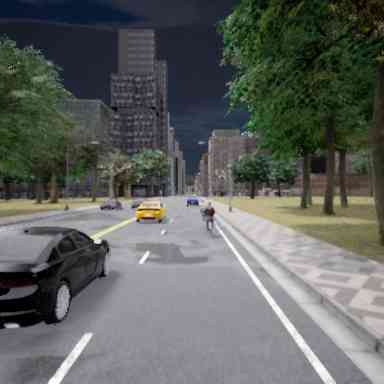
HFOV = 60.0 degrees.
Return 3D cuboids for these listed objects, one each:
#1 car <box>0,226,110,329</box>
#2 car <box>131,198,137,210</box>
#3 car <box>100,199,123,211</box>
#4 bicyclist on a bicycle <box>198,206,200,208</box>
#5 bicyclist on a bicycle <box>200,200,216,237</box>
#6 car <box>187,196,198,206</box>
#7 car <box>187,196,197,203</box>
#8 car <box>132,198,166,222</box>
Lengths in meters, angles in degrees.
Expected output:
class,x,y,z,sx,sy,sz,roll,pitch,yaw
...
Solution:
class,x,y,z,sx,sy,sz,roll,pitch,yaw
car,-3.148,1.474,7.135,1.882,1.535,5.008,0,0,0
car,-6.575,1.494,42.693,1.882,1.535,5.008,0,0,0
car,-9.825,1.577,40.728,1.994,1.385,4.181,0,0,0
bicyclist on a bicycle,0.900,1.434,26.213,0.866,1.612,1.509,0,0,0
bicyclist on a bicycle,0.898,1.365,16.895,0.659,1.776,1.843,0,0,0
car,0.113,1.520,55.840,1.882,1.535,5.008,0,0,0
car,0.017,1.636,73.676,1.994,1.385,4.181,0,0,0
car,-3.144,1.475,26.282,1.882,1.535,5.008,0,0,0
